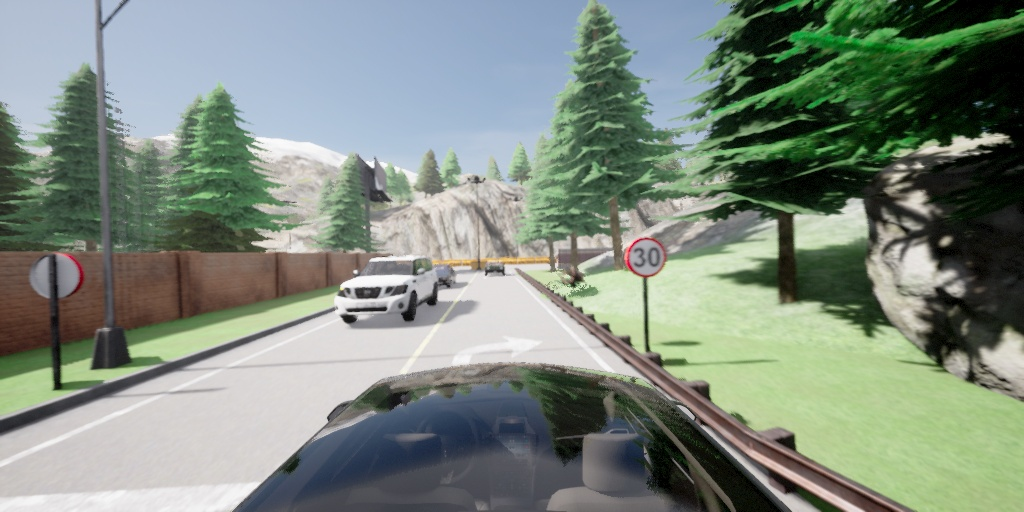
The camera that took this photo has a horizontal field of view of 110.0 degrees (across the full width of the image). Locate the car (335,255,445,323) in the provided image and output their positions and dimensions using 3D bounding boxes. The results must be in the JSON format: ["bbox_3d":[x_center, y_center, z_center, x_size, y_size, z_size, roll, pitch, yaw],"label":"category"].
[{"bbox_3d":[-4.114,1.004,12.857,2.150,2.045,5.566,-2,0,0],"label":"car"}]

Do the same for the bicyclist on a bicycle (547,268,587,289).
[{"bbox_3d":[2.252,0.936,14.053,1.656,0.582,1.620,-1,-30,-4],"label":"bicyclist on a bicycle"}]

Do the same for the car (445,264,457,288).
[{"bbox_3d":[-4.724,1.263,23.547,2.033,1.411,5.357,-2,0,-3],"label":"car"}]

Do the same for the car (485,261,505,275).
[{"bbox_3d":[-1.679,1.136,34.793,1.895,1.301,4.718,-2,0,-3],"label":"car"}]
